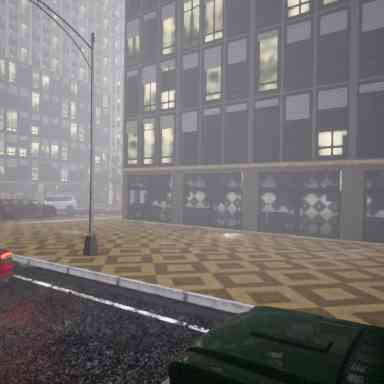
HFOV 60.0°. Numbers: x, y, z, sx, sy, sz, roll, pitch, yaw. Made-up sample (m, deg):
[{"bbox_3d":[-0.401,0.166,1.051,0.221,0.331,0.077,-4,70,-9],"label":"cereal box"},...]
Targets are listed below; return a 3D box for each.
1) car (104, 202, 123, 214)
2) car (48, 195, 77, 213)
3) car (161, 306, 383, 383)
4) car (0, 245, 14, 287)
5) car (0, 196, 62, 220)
[{"bbox_3d":[-8.035,1.829,39.135,1.752,1.417,4.829,1,0,36],"label":"car"},{"bbox_3d":[-15.953,1.383,38.111,2.150,2.045,5.566,1,0,36],"label":"car"},{"bbox_3d":[2.056,1.601,2.220,4.718,1.301,1.895,0,0,35],"label":"car"},{"bbox_3d":[-6.057,1.521,7.965,4.674,1.442,1.812,0,0,35],"label":"car"},{"bbox_3d":[-14.808,1.518,29.905,2.192,1.841,5.009,1,0,36],"label":"car"}]
